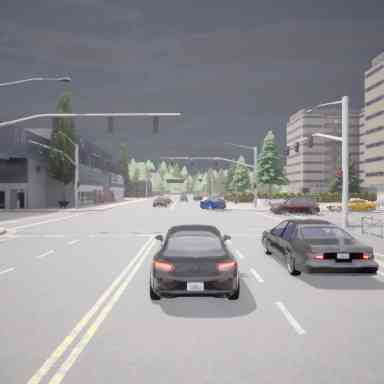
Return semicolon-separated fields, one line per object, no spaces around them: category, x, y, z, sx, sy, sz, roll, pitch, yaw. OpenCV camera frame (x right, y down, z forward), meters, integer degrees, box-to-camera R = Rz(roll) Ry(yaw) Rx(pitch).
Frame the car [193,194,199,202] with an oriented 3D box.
car;1.578;1.495;78.659;1.837;1.490;4.892;0;0;-1

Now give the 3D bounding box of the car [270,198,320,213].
car;9.909;1.352;32.334;4.553;1.767;2.097;0;0;-2

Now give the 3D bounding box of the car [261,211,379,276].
car;3.534;1.547;10.304;2.033;1.411;5.357;0;0;0

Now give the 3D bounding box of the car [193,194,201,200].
car;1.316;1.392;88.890;1.882;1.535;5.008;0;0;-1

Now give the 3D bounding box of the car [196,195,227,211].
car;2.620;1.478;41.421;1.882;1.535;5.008;-2;1;-20

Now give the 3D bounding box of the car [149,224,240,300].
car;0.037;1.526;8.247;1.812;1.442;4.674;0;0;-1

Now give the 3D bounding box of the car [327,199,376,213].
car;17.263;1.477;36.057;5.008;1.535;1.882;0;0;-2

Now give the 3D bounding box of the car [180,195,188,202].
car;-1.910;1.533;78.167;2.033;1.411;5.357;0;0;-1

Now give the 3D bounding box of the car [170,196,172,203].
car;-5.018;1.564;60.269;1.994;1.385;4.181;0;0;-2

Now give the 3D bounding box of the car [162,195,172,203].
car;-5.217;1.478;70.600;1.882;1.535;5.008;0;0;-1

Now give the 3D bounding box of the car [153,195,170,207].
car;-4.780;1.564;50.292;1.994;1.385;4.181;0;0;-2

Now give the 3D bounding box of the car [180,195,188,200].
car;-2.183;1.467;88.802;1.994;1.385;4.181;0;0;-1
